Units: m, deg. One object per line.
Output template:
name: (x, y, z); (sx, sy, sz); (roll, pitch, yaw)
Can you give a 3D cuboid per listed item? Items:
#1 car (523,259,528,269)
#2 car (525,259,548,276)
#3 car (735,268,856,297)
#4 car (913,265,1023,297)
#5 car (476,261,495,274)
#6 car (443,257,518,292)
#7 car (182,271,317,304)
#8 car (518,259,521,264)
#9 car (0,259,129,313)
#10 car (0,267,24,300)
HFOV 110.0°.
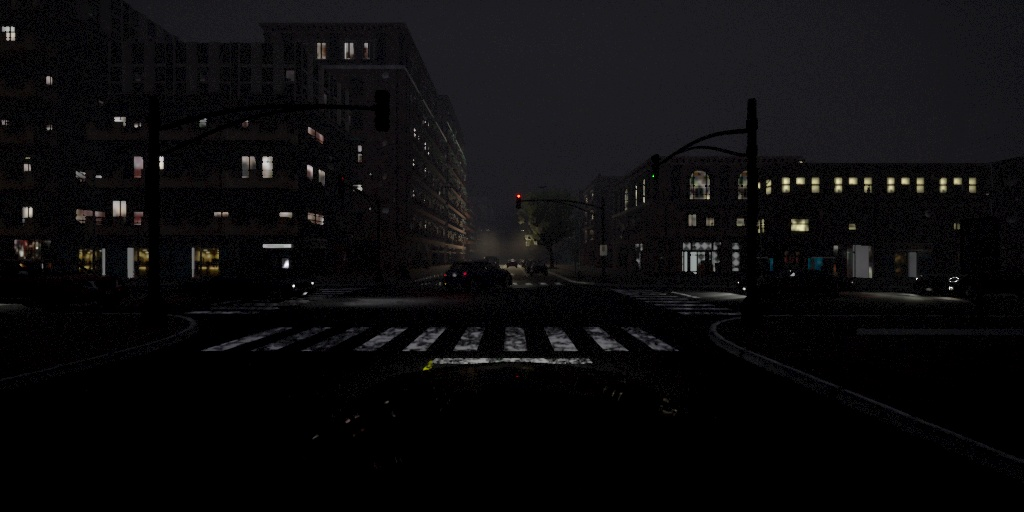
car: (2.701, 1.228, 42.517); (1.967, 1.591, 4.097); (0, 0, 0)
car: (2.699, 1.330, 36.820); (2.007, 1.370, 4.403); (0, 0, 0)
car: (15.028, 1.372, 19.117); (5.357, 1.411, 2.033); (0, 0, 0)
car: (24.528, 1.219, 19.181); (4.553, 1.767, 2.097); (0, 0, 0)
car: (-3.088, 1.315, 42.579); (1.812, 1.442, 4.674); (0, 0, 0)
car: (-1.967, 1.110, 21.877); (2.097, 1.767, 4.553); (0, 0, 37)
car: (-11.305, 1.324, 15.736); (4.718, 1.301, 1.895); (0, 0, 0)
car: (0.015, 1.319, 63.178); (2.128, 1.511, 4.902); (0, 0, 0)
car: (-17.273, 1.014, 13.106); (5.009, 1.841, 2.192); (0, 0, 0)
car: (-24.886, 1.202, 15.642); (4.674, 1.442, 1.812); (1, 0, 0)
